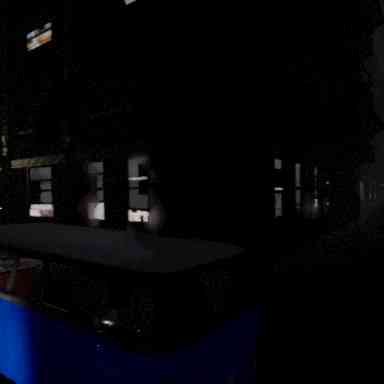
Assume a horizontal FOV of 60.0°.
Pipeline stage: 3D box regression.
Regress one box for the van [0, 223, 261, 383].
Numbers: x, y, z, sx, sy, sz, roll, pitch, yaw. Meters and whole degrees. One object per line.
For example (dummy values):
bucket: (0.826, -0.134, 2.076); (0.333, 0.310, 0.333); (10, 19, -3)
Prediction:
van: (-1.228, 1.322, 3.774); (3.998, 1.788, 1.690); (0, -1, 36)
